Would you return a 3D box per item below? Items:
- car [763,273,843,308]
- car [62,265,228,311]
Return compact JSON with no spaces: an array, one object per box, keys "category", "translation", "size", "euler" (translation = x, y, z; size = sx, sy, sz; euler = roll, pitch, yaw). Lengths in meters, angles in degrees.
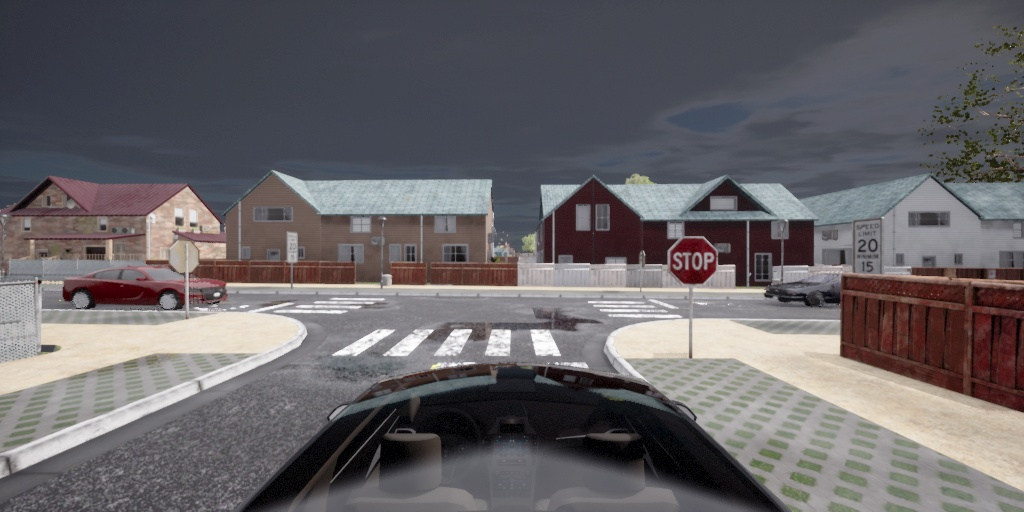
[{"category":"car","translation":[14.113,1.447,15.522],"size":[5.357,1.411,2.033],"euler":[1,0,1]},{"category":"car","translation":[-13.283,1.110,13.165],"size":[5.008,1.535,1.882],"euler":[1,0,1]}]
